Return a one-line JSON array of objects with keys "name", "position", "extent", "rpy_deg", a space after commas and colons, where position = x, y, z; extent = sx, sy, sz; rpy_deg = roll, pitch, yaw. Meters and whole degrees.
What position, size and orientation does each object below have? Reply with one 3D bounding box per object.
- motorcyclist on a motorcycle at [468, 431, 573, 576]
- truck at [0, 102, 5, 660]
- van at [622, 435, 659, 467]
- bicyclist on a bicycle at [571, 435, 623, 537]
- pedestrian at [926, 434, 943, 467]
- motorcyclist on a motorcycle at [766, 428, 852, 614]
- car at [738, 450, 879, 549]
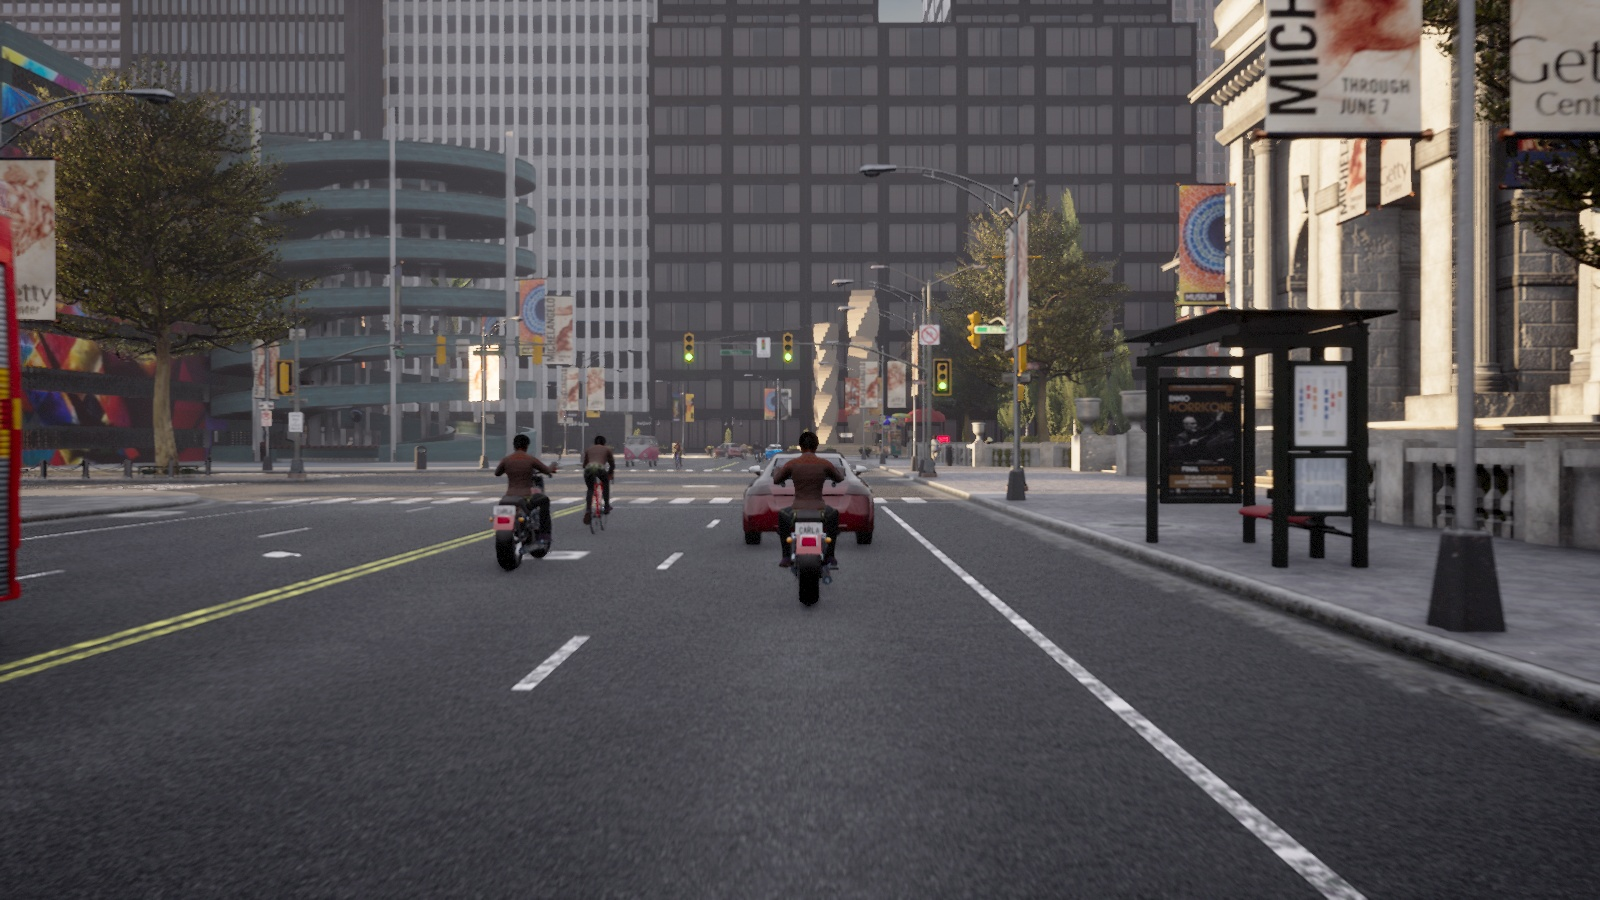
[{"name": "motorcyclist on a motorcycle", "position": [-3.396, 0.607, 15.479], "extent": [0.766, 1.649, 2.350], "rpy_deg": [0, 0, 0]}, {"name": "truck", "position": [-6.959, -0.449, 4.433], "extent": [2.891, 3.827, 8.468], "rpy_deg": [0, 0, 0]}, {"name": "van", "position": [-10.033, 0.044, 79.432], "extent": [1.775, 1.987, 4.442], "rpy_deg": [0, 0, 0]}, {"name": "bicyclist on a bicycle", "position": [-3.365, 0.579, 20.902], "extent": [0.582, 1.620, 1.656], "rpy_deg": [0, 0, 0]}, {"name": "pedestrian", "position": [7.674, 0.006, 71.592], "extent": [0.874, 1.855, 0.900], "rpy_deg": [0, 0, 1]}, {"name": "motorcyclist on a motorcycle", "position": [0.086, 0.627, 12.361], "extent": [0.766, 1.649, 2.350], "rpy_deg": [0, 0, 0]}, {"name": "car", "position": [0.129, 0.698, 19.891], "extent": [1.994, 1.385, 4.181], "rpy_deg": [0, 0, 0]}]
